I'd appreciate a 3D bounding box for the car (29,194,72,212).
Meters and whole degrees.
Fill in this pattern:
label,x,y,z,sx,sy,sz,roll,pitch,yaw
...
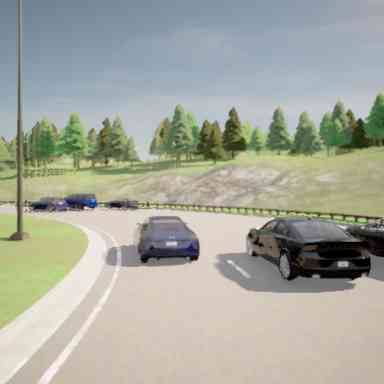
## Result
label,x,y,z,sx,sy,sz,roll,pitch,yaw
car,-16.391,1.318,37.834,4.553,1.767,2.097,0,0,28

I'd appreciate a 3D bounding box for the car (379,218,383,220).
label,x,y,z,sx,sy,sz,roll,pitch,yaw
car,6.584,1.483,10.295,2.128,1.511,4.902,0,0,-7

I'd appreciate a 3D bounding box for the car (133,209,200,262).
label,x,y,z,sx,sy,sz,roll,pitch,yaw
car,-1.054,1.553,12.145,1.994,1.385,4.181,0,0,-12

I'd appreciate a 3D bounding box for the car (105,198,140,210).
label,x,y,z,sx,sy,sz,roll,pitch,yaw
car,-8.754,1.455,41.613,4.902,1.511,2.128,0,0,34

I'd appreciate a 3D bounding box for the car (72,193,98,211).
label,x,y,z,sx,sy,sz,roll,pitch,yaw
car,-14.167,1.185,40.966,5.566,2.045,2.150,0,-1,27

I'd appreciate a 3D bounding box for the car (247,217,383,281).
label,x,y,z,sx,sy,sz,roll,pitch,yaw
car,3.098,1.469,9.937,1.882,1.535,5.008,1,0,-7
